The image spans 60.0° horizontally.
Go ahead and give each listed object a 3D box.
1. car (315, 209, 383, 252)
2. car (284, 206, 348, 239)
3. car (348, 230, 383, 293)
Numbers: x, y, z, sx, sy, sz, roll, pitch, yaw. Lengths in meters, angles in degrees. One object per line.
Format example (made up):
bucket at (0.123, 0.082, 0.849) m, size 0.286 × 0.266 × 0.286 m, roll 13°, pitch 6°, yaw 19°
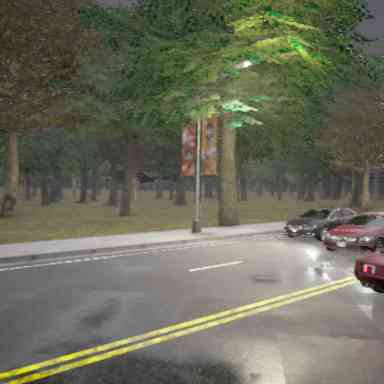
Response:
car at (6.991, 1.518, 12.671) m, size 4.674 × 1.442 × 1.812 m, roll 0°, pitch 0°, yaw -35°
car at (6.571, 1.497, 16.348) m, size 4.892 × 1.490 × 1.837 m, roll 0°, pitch 0°, yaw -35°
car at (5.790, 1.596, 7.564) m, size 4.718 × 1.301 × 1.895 m, roll 0°, pitch 0°, yaw -35°
